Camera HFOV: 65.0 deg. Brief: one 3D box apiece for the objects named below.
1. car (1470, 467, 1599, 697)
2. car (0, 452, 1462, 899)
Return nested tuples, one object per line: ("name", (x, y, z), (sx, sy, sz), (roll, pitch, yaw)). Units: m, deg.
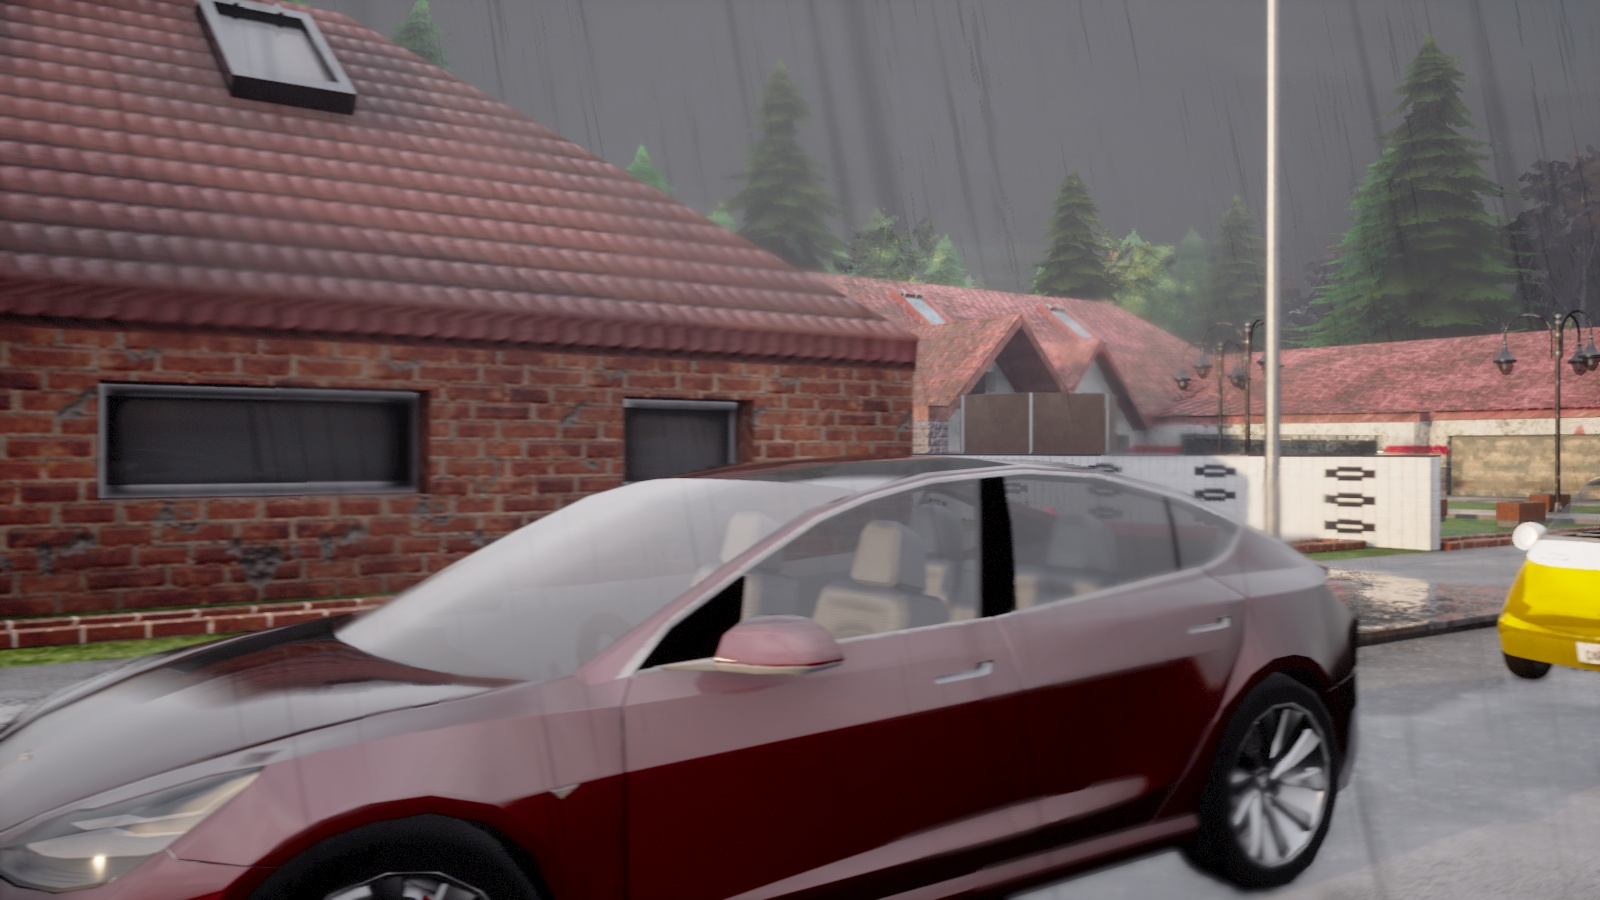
("car", (5.719, 0.808, 8.246), (2.207, 1.376, 1.481), (0, 0, -35))
("car", (-0.112, 0.755, 4.194), (4.792, 1.488, 2.163), (0, 0, -35))
